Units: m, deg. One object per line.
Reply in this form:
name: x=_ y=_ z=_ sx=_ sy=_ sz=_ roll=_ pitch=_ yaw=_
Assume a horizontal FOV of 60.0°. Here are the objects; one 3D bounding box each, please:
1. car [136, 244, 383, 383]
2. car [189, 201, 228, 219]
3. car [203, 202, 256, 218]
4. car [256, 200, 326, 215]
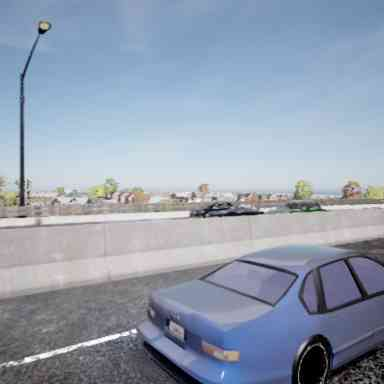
car: x=1.883 y=1.547 z=5.075 sx=5.357 sy=1.411 sz=2.033 roll=0 pitch=0 yaw=-35
car: x=2.058 y=1.505 z=26.793 sx=4.892 sy=1.490 sz=1.837 roll=1 pitch=0 yaw=-34
car: x=3.392 y=1.599 z=23.461 sx=4.718 sy=1.301 sz=1.895 roll=0 pitch=0 yaw=-35
car: x=6.646 y=1.350 z=21.451 sx=4.553 sy=1.767 sz=2.097 roll=0 pitch=0 yaw=-34
